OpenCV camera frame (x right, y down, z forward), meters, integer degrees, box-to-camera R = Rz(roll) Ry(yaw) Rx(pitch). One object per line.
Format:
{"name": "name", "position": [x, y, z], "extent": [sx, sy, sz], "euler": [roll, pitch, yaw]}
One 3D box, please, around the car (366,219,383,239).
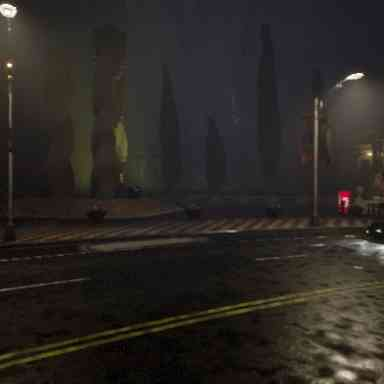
{"name": "car", "position": [10.082, 1.518, 14.853], "extent": [4.181, 1.385, 1.994], "euler": [0, 0, -11]}
